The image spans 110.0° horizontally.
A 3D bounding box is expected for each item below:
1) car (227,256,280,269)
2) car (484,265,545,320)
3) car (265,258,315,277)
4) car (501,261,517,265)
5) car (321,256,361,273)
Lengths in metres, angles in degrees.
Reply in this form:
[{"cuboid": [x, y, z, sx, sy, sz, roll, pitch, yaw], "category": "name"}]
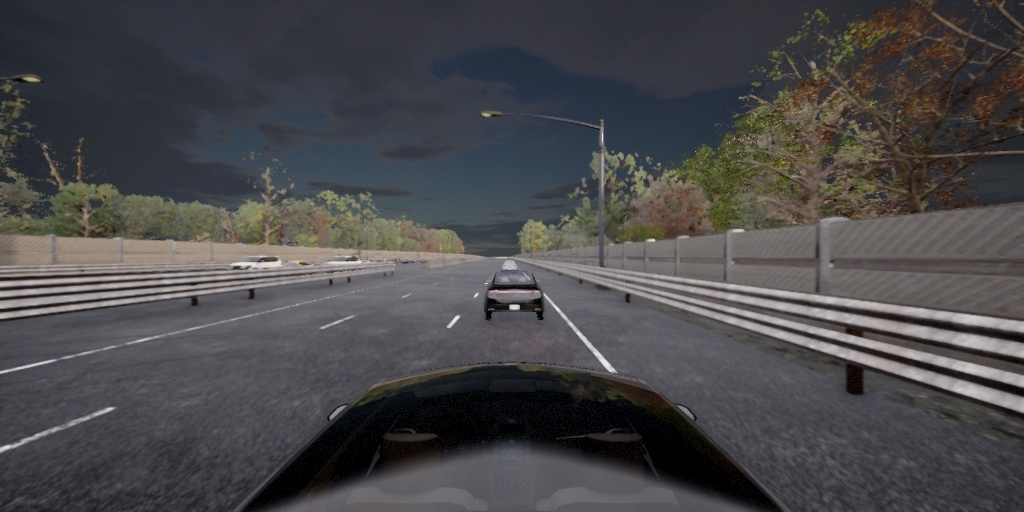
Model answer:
[{"cuboid": [-24.868, 0.982, 35.003, 2.150, 2.045, 5.566, 0, 0, 0], "category": "car"}, {"cuboid": [0.063, 1.244, 12.623, 2.128, 1.511, 4.902, 0, 0, 0], "category": "car"}, {"cuboid": [-21.374, 1.238, 35.167, 1.882, 1.535, 5.008, 0, 0, 0], "category": "car"}, {"cuboid": [-0.318, 1.290, 44.549, 1.812, 1.442, 4.674, 0, 0, -1], "category": "car"}, {"cuboid": [-17.885, 0.982, 37.860, 2.150, 2.045, 5.566, 0, 0, 0], "category": "car"}]
